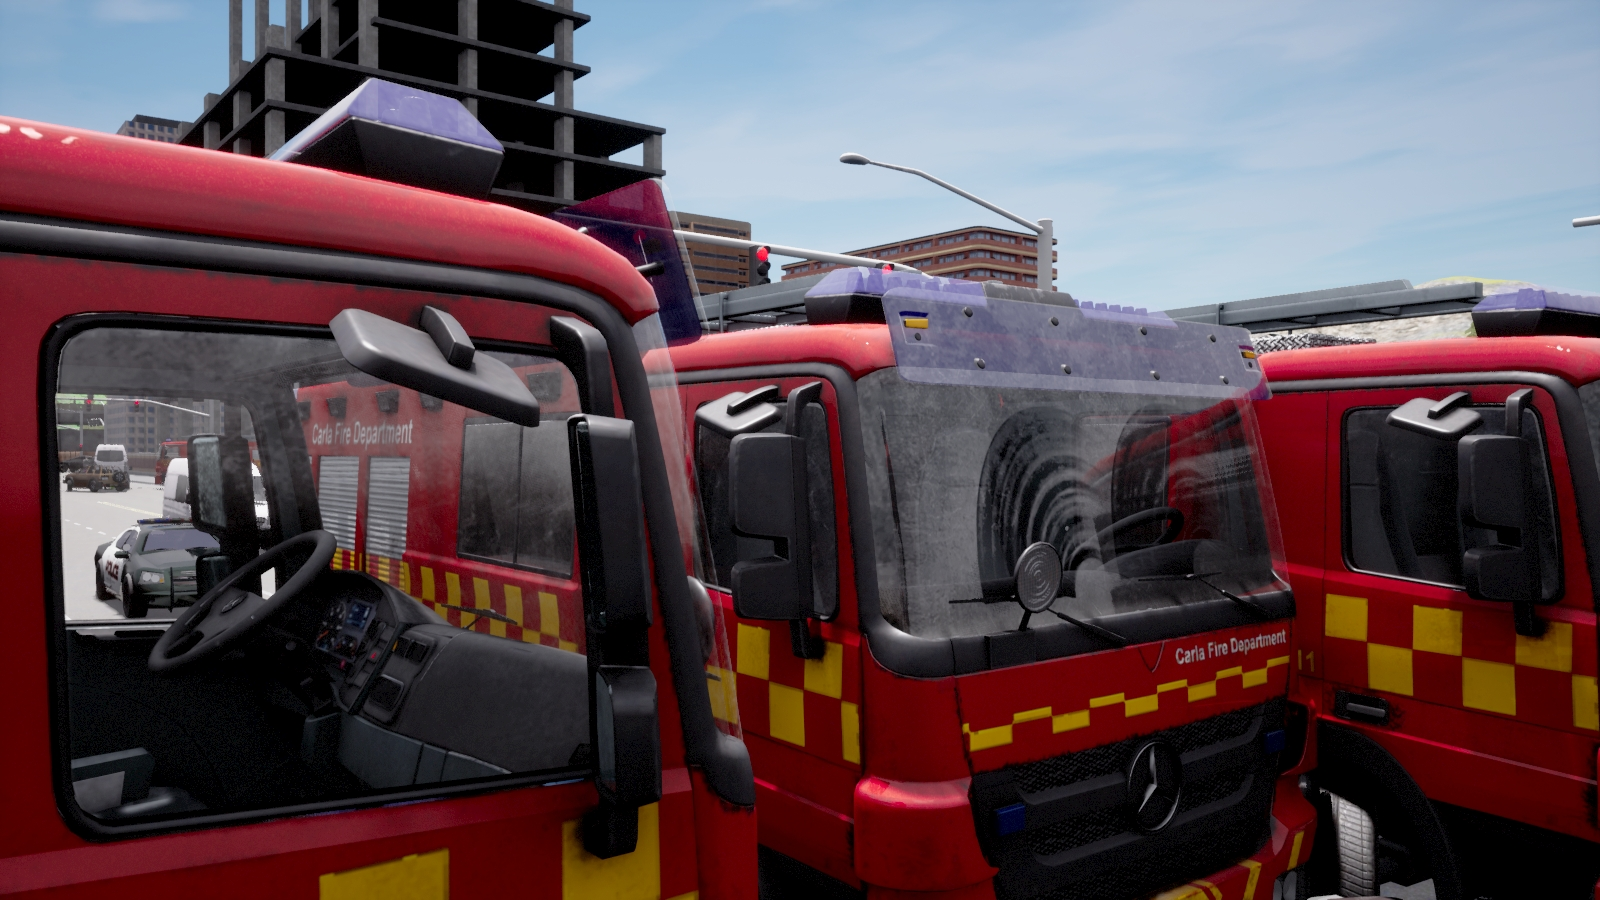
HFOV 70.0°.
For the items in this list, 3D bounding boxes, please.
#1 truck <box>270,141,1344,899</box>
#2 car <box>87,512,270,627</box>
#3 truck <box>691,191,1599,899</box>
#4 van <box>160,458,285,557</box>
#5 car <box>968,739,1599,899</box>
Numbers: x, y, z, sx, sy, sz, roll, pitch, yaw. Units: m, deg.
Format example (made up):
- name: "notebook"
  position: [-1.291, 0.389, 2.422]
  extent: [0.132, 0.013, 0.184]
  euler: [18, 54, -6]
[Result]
- name: "truck"
  position: [-1.099, 0.890, 8.003]
  extent: [2.891, 3.827, 8.468]
  euler: [0, 0, -38]
- name: "car"
  position: [-11.386, 2.037, 20.746]
  extent: [2.038, 1.542, 4.974]
  euler: [0, 0, -39]
- name: "truck"
  position: [2.348, 0.890, 8.605]
  extent: [2.891, 3.827, 8.468]
  euler: [0, 0, -31]
- name: "van"
  position: [-16.698, 1.534, 32.834]
  extent: [1.988, 2.561, 5.915]
  euler: [0, 0, -39]
- name: "car"
  position: [2.437, 2.065, 3.109]
  extent: [1.970, 1.475, 3.806]
  euler: [0, 0, -30]
